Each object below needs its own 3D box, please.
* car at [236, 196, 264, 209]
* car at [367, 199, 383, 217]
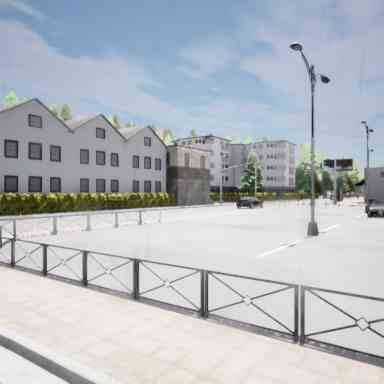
[{"bbox_3d":[7.373,1.282,41.946,1.882,1.535,5.008,0,0,35],"label":"car"},{"bbox_3d":[15.430,1.297,26.804,2.007,1.523,4.514,0,0,35],"label":"car"}]
